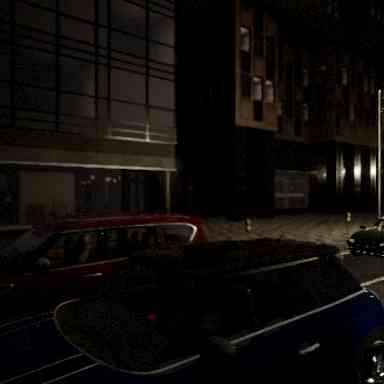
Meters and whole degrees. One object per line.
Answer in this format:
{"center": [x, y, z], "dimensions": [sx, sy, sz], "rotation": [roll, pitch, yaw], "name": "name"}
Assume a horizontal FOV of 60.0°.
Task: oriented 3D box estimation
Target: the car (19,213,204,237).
{"center": [-1.806, 1.319, 5.361], "dimensions": [5.009, 1.841, 2.192], "rotation": [0, 0, -36], "name": "car"}

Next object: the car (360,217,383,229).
{"center": [7.315, 1.557, 11.894], "dimensions": [4.403, 1.369, 2.008], "rotation": [0, 0, -36], "name": "car"}

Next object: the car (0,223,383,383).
{"center": [-0.053, 1.354, 3.224], "dimensions": [4.553, 1.767, 2.097], "rotation": [0, 0, -36], "name": "car"}
